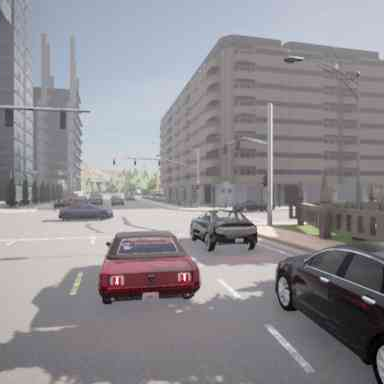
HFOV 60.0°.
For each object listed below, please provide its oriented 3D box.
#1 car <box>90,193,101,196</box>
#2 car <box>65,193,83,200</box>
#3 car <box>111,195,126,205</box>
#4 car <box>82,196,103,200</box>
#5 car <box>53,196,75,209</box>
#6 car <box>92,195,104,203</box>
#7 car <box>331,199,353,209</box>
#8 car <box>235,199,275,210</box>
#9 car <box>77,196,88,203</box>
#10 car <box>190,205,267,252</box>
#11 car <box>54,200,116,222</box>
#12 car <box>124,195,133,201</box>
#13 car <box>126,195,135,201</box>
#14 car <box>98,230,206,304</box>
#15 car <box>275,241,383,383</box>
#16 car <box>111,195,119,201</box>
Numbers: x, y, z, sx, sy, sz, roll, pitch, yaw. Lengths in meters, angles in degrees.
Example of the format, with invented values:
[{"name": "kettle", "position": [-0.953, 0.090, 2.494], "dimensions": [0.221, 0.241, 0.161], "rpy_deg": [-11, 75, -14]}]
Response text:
[{"name": "car", "position": [-16.959, 1.205, 58.702], "dimensions": [2.150, 2.045, 5.566], "rpy_deg": [0, 0, -13]}, {"name": "car", "position": [-19.253, 1.206, 53.243], "dimensions": [2.150, 2.045, 5.566], "rpy_deg": [0, 0, -13]}, {"name": "car", "position": [-12.709, 1.548, 56.733], "dimensions": [1.994, 1.385, 4.181], "rpy_deg": [0, 0, -14]}, {"name": "car", "position": [-14.674, 1.587, 49.213], "dimensions": [1.895, 1.301, 4.718], "rpy_deg": [0, 0, -13]}, {"name": "car", "position": [-16.960, 1.588, 43.754], "dimensions": [1.895, 1.301, 4.718], "rpy_deg": [0, 0, -14]}, {"name": "car", "position": [-19.304, 1.506, 68.652], "dimensions": [2.128, 1.511, 4.902], "rpy_deg": [0, 0, -14]}, {"name": "car", "position": [17.207, 1.592, 40.273], "dimensions": [5.357, 1.411, 2.033], "rpy_deg": [0, 0, -15]}, {"name": "car", "position": [7.009, 1.550, 37.734], "dimensions": [4.892, 1.490, 1.837], "rpy_deg": [0, 0, -14]}, {"name": "car", "position": [-23.904, 1.518, 72.764], "dimensions": [2.033, 1.411, 5.357], "rpy_deg": [0, 0, -14]}, {"name": "car", "position": [1.165, 1.488, 14.050], "dimensions": [2.128, 1.511, 4.902], "rpy_deg": [0, 0, -12]}, {"name": "car", "position": [-8.401, 1.582, 26.485], "dimensions": [4.181, 1.385, 1.994], "rpy_deg": [0, 0, -14]}, {"name": "car", "position": [-17.084, 1.510, 89.184], "dimensions": [2.033, 1.411, 5.357], "rpy_deg": [0, 0, -14]}, {"name": "car", "position": [-14.718, 1.569, 79.435], "dimensions": [1.895, 1.301, 4.718], "rpy_deg": [0, 0, -14]}, {"name": "car", "position": [-1.167, 1.599, 8.200], "dimensions": [1.895, 1.301, 4.718], "rpy_deg": [0, 0, -11]}, {"name": "car", "position": [2.825, 1.504, 4.978], "dimensions": [1.837, 1.490, 4.892], "rpy_deg": [0, 0, -7]}, {"name": "car", "position": [-20.607, 1.528, 88.857], "dimensions": [1.994, 1.385, 4.181], "rpy_deg": [0, 0, -14]}]
